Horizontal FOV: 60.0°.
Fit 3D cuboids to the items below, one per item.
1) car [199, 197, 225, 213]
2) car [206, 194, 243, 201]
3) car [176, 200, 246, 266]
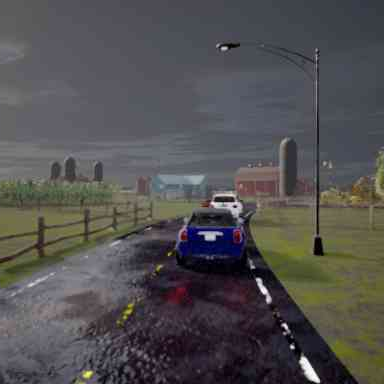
[{"bbox_3d":[2.269,1.423,36.775,1.882,1.535,5.008,0,0,16],"label":"car"},{"bbox_3d":[2.739,1.184,26.022,2.150,2.045,5.566,0,0,12],"label":"car"},{"bbox_3d":[0.731,1.332,11.705,2.097,1.767,4.553,0,0,6],"label":"car"}]
